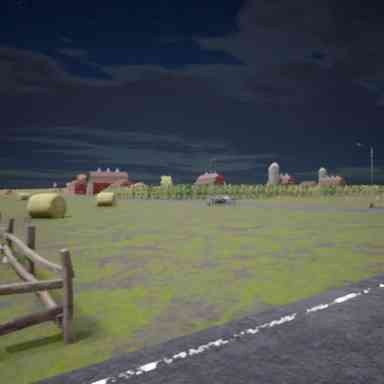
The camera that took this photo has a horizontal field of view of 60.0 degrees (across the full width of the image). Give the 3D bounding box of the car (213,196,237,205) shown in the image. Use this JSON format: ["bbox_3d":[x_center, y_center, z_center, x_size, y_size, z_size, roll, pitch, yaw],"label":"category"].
[{"bbox_3d":[5.272,1.367,54.262,1.812,1.442,4.674,-1,0,-35],"label":"car"}]
